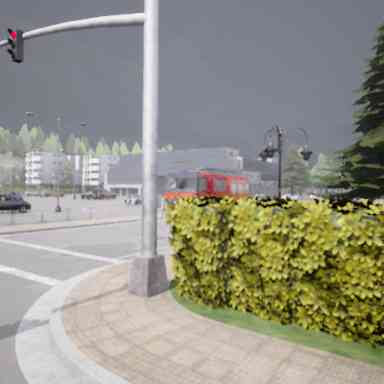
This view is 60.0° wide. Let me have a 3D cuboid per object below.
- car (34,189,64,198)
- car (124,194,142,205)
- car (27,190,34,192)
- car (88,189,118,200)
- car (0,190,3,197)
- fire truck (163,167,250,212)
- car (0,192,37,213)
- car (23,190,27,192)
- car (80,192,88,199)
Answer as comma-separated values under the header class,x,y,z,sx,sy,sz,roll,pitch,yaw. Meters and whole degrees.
class,x,y,z,sx,sy,sz,roll,pitch,yaw
car,-28.459,0.278,67.173,2.152,1.636,5.027,1,1,35
car,-6.967,0.950,43.326,1.970,1.475,3.806,1,1,35
car,-33.896,0.266,70.599,1.970,1.475,3.806,1,1,35
car,-15.380,0.442,58.480,1.932,1.855,4.605,1,1,35
car,-40.947,0.281,66.940,2.007,1.523,4.514,1,1,35
fire truck,1.453,0.153,25.558,2.891,3.827,8.468,1,1,35
car,-15.227,0.950,26.380,2.007,1.523,4.514,1,1,35
car,-23.098,0.718,41.231,1.845,1.501,3.633,1,1,35
car,-17.993,0.381,59.814,1.905,1.878,3.866,1,1,35
